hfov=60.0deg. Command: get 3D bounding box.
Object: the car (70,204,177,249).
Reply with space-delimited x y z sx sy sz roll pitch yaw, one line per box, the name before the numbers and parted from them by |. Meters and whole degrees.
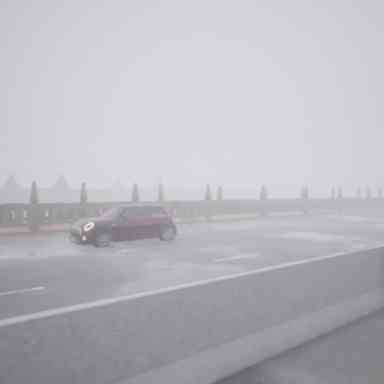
car | -2.974 1.353 14.771 4.553 1.767 2.097 0 0 -36
